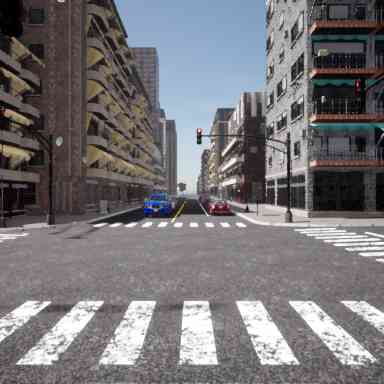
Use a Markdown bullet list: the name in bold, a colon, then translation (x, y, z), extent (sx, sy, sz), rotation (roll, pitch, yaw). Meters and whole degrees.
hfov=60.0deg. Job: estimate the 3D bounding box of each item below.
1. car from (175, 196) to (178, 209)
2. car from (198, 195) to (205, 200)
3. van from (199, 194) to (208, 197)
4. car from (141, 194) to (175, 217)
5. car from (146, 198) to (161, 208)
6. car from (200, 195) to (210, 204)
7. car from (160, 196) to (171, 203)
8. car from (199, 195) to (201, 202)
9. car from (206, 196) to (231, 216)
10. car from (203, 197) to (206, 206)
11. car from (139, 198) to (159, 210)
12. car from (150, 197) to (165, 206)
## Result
- **car**: translation (-3.085, 1.535, 40.988), extent (1.812, 1.442, 4.674), rotation (0, 0, 1)
- **car**: translation (2.727, 1.587, 93.917), extent (1.887, 1.381, 4.507), rotation (0, 0, 0)
- **van**: translation (2.718, 1.362, 66.247), extent (1.690, 1.788, 3.998), rotation (0, 0, 0)
- **car**: translation (-3.087, 1.228, 31.190), extent (2.150, 2.045, 5.566), rotation (0, 0, 0)
- **car**: translation (-5.669, 1.594, 49.647), extent (1.802, 1.307, 4.206), rotation (0, 0, 0)
- **car**: translation (2.713, 1.597, 55.178), extent (1.802, 1.307, 4.206), rotation (0, 0, 0)
- **car**: translation (-5.661, 1.570, 71.784), extent (1.887, 1.381, 4.507), rotation (0, 0, 0)
- **car**: translation (2.715, 1.600, 60.712), extent (1.802, 1.307, 4.206), rotation (0, 0, 0)
- **car**: translation (2.705, 1.447, 33.041), extent (1.967, 1.590, 4.097), rotation (0, 0, 0)
- **car**: translation (2.707, 1.559, 38.575), extent (2.008, 1.369, 4.403), rotation (0, 0, 0)
- **car**: translation (-5.672, 1.561, 44.113), extent (2.008, 1.369, 4.403), rotation (0, 0, 0)
- **car**: translation (-5.667, 1.581, 55.182), extent (1.947, 1.339, 4.313), rotation (0, 0, 0)
